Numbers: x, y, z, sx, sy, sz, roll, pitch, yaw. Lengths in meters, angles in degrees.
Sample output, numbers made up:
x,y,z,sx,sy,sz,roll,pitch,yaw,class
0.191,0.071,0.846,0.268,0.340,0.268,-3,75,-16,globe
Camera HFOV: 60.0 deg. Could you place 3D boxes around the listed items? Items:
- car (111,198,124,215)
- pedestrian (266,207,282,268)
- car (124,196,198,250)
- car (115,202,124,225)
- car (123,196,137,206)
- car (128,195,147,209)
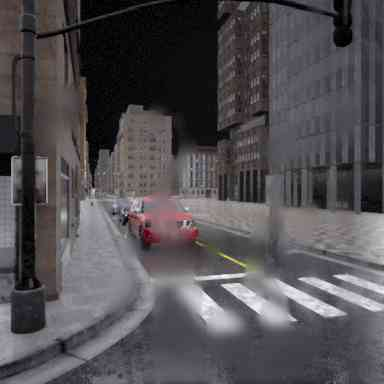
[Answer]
x,y,z,sx,sy,sz,roll,pitch,yaw,class
-7.161,1.390,33.990,2.097,1.767,4.553,0,0,-17,car
2.444,1.305,9.859,0.375,1.860,0.375,0,0,-17,pedestrian
-1.524,1.238,15.002,2.150,2.045,5.566,0,0,-19,car
-4.311,1.628,24.416,1.895,1.301,4.718,0,0,-17,car
-10.692,1.542,56.928,1.882,1.535,5.008,0,0,-17,car
-7.872,1.406,47.500,2.097,1.767,4.553,0,0,-17,car
